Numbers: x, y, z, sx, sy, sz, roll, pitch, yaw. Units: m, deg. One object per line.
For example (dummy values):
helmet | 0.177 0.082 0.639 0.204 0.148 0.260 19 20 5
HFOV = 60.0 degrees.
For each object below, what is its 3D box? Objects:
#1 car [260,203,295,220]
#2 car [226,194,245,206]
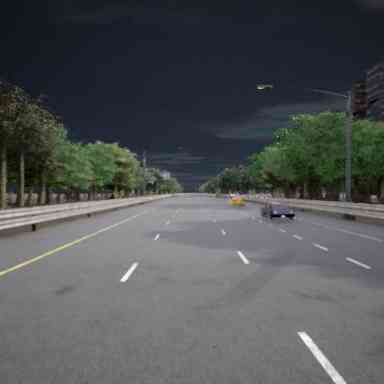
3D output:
car | 7.026 1.603 27.786 1.895 1.301 4.718 0 0 0
car | 7.070 1.496 53.094 1.882 1.535 5.008 0 0 0
